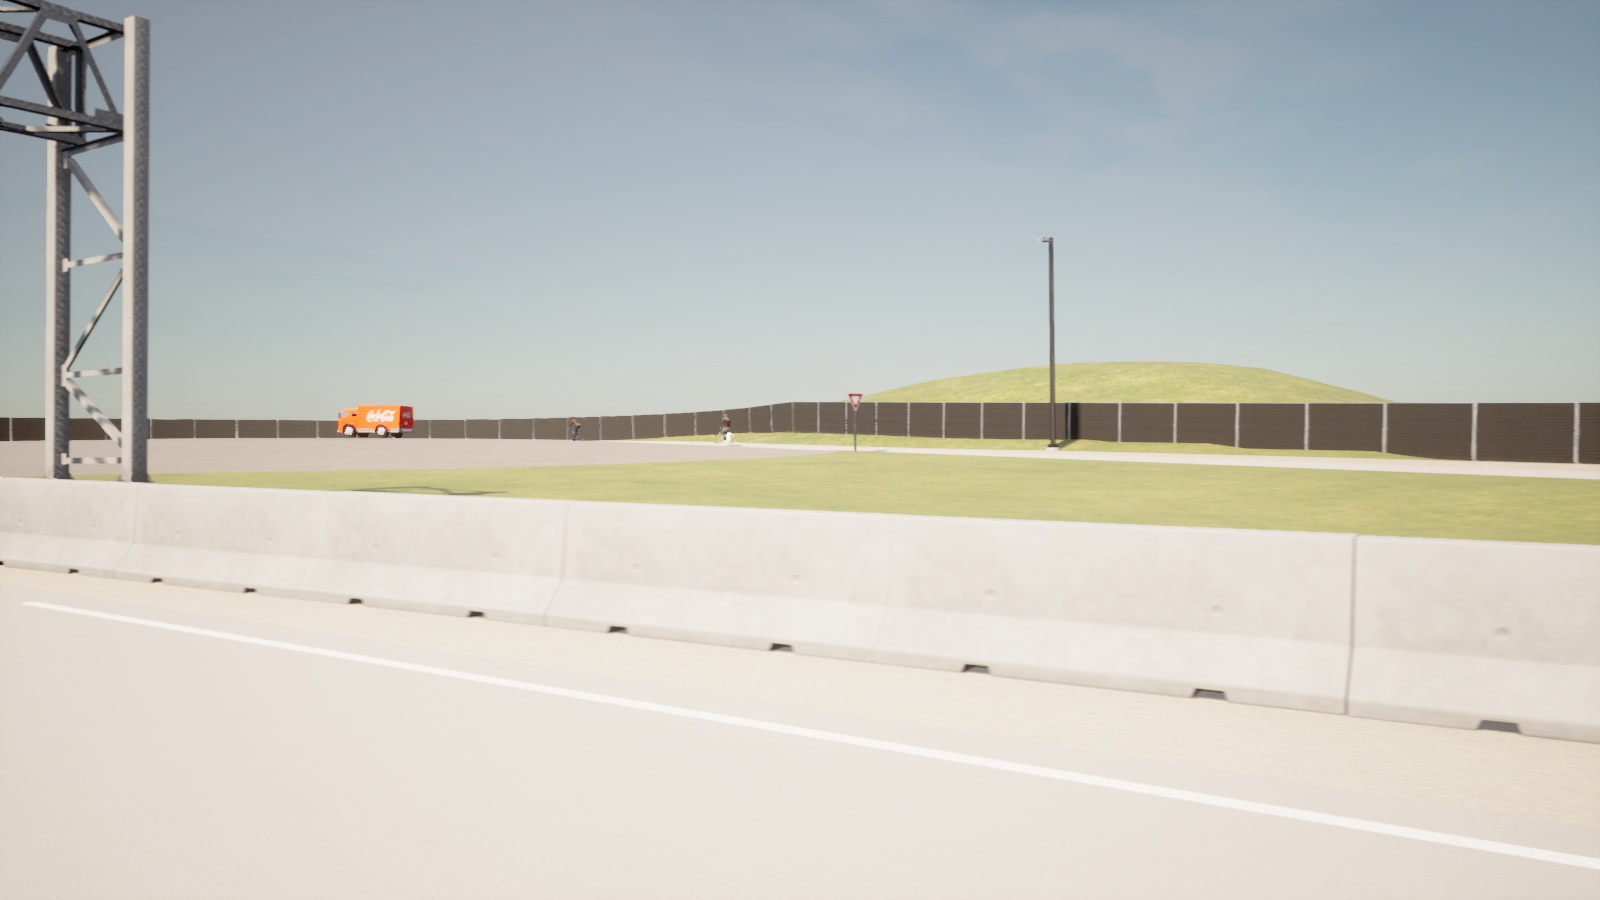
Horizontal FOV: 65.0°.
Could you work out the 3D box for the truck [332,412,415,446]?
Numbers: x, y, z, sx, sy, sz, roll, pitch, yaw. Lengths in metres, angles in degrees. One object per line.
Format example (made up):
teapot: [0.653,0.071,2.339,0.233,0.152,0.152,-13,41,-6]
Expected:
truck: [-31.766,-1.535,93.563,5.204,2.467,2.627,-1,0,10]
